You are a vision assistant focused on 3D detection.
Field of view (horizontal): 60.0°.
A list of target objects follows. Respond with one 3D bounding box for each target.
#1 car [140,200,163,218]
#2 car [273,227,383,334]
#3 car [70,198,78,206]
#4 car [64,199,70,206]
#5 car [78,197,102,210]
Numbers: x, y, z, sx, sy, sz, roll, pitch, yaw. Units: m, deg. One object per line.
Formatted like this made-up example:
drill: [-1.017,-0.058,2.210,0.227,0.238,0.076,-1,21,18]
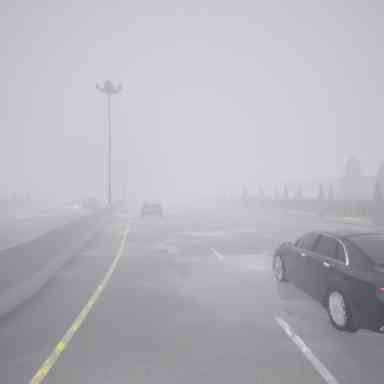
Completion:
car: [-3.725,1.495,30.368,2.128,1.511,4.902,0,0,-9]
car: [3.139,1.486,6.788,1.837,1.490,4.892,0,0,-4]
car: [-18.831,1.626,56.931,2.128,1.511,4.902,0,-1,-9]
car: [-23.650,2.011,65.008,1.812,1.442,4.674,0,-3,-9]
car: [-13.165,1.402,43.680,2.097,1.767,4.553,0,0,-9]
